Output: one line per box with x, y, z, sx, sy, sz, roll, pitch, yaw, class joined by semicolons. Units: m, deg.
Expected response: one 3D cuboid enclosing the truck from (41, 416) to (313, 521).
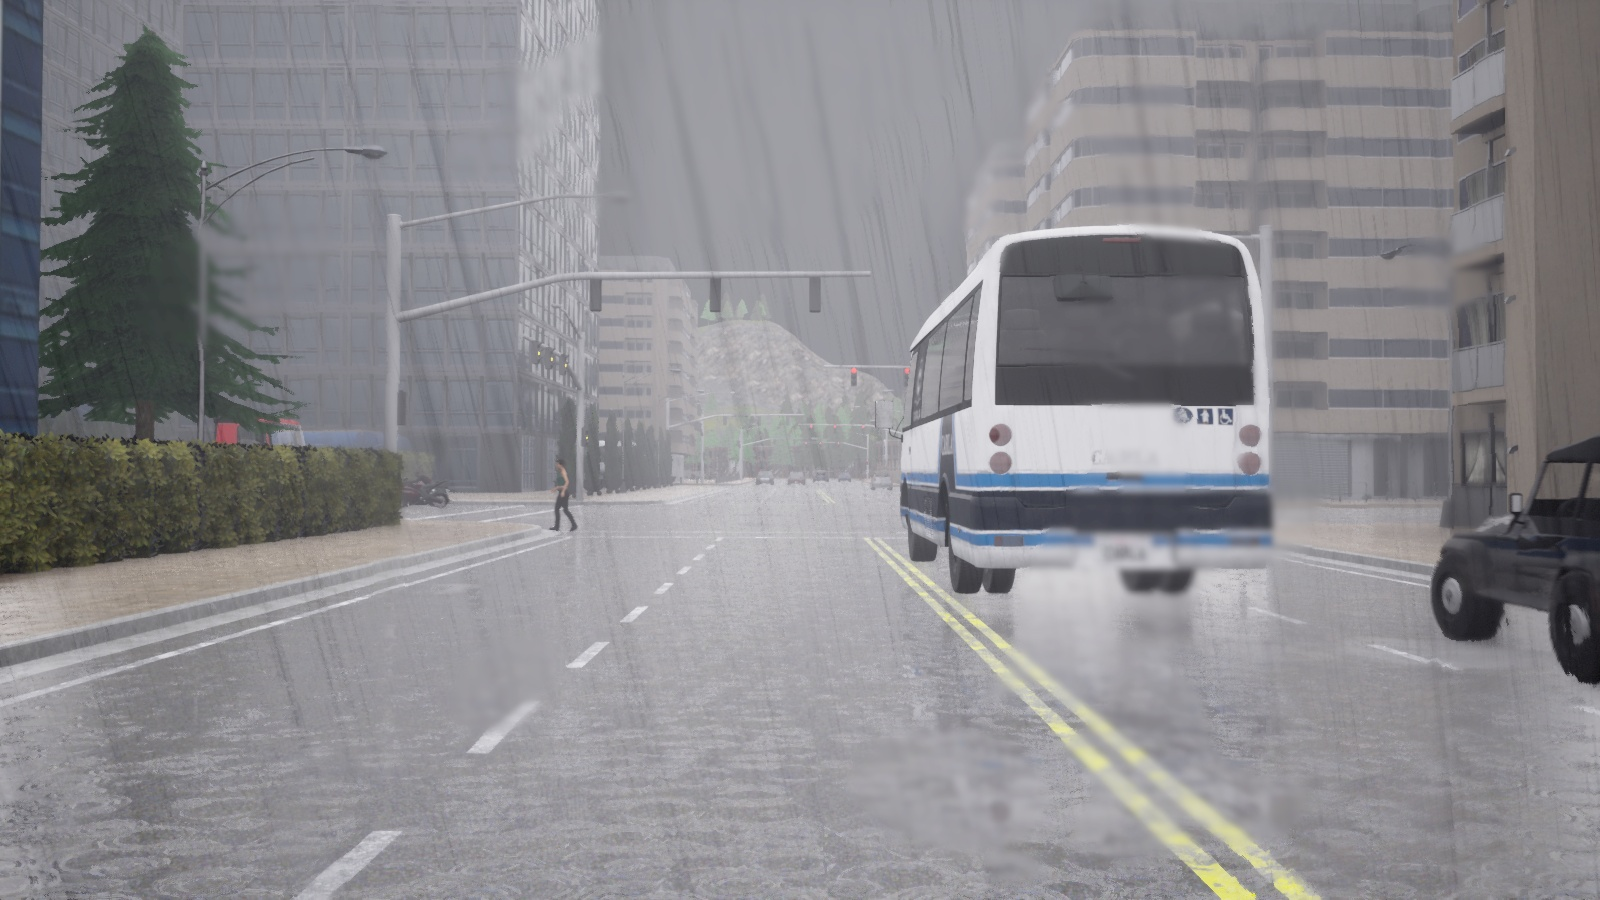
-21.336;0.644;43.366;7.936;3.462;2.891;0;-1;-1;truck

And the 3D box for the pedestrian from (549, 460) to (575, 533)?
-5.985;1.162;31.577;0.594;1.836;0.345;0;-1;-1;pedestrian

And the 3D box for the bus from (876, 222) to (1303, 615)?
3.446;-0.262;18.756;3.944;4.253;10.273;0;-1;0;bus

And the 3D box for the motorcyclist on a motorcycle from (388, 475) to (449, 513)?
-15.311;1.756;50.425;2.191;1.530;0.866;0;-1;-1;motorcyclist on a motorcycle

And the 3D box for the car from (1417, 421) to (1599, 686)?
6.805;0.756;10.328;1.905;1.878;3.866;0;-1;7;car
